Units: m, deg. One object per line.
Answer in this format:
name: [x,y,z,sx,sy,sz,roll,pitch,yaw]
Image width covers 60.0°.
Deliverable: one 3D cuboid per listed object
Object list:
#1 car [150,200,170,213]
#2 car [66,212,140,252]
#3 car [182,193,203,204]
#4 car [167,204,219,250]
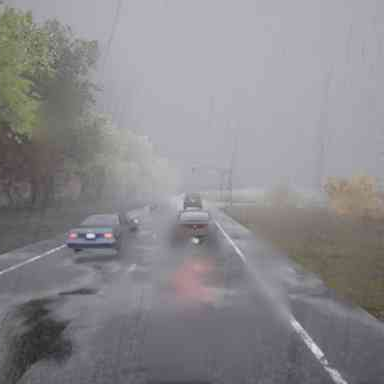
car: [-3.406,1.515,36.275,1.895,1.301,4.718,0,0,0]
car: [-3.402,1.517,13.669,2.033,1.411,5.357,0,0,0]
car: [0.094,1.130,38.168,2.150,2.045,5.566,0,0,0]
car: [0.098,1.475,14.222,1.837,1.490,4.892,0,0,0]
